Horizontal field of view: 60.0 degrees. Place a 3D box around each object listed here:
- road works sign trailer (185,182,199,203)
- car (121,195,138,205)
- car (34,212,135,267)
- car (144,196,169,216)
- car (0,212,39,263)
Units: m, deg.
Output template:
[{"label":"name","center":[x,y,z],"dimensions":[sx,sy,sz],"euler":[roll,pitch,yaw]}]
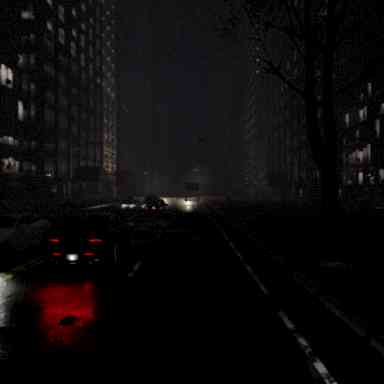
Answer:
[{"label":"road works sign trailer","center":[0.021,0.105,59.317],"dimensions":[2.380,3.560,2.880],"euler":[0,0,1]},{"label":"car","center":[-9.786,1.238,52.645],"dimensions":[2.033,1.411,5.357],"euler":[0,0,1]},{"label":"car","center":[-3.147,1.440,11.171],"dimensions":[1.837,1.490,4.892],"euler":[0,1,0]},{"label":"car","center":[-3.141,1.371,29.954],"dimensions":[2.033,1.411,5.357],"euler":[0,0,0]},{"label":"car","center":[-6.595,1.456,11.761],"dimensions":[1.812,1.442,4.674],"euler":[0,0,0]}]
